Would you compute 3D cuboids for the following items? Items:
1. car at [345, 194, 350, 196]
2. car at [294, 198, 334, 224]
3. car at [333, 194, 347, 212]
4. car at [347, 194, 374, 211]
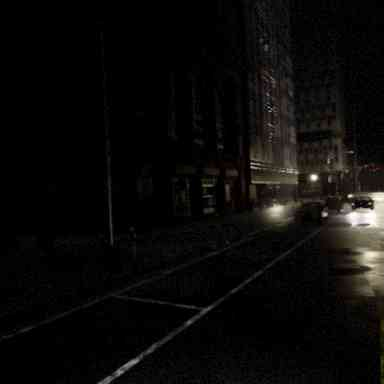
[{"bbox_3d":[22.253,0.933,47.663,1.947,1.339,4.313,-3,-1,30],"label":"car"},{"bbox_3d":[8.330,1.359,23.091,1.887,1.381,4.507,-3,-1,30],"label":"car"},{"bbox_3d":[13.901,1.221,32.919,1.802,1.307,4.206,-3,-1,30],"label":"car"},{"bbox_3d":[16.632,1.115,32.420,1.895,1.301,4.718,-3,0,30],"label":"car"}]
